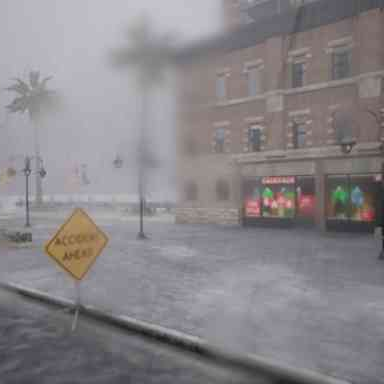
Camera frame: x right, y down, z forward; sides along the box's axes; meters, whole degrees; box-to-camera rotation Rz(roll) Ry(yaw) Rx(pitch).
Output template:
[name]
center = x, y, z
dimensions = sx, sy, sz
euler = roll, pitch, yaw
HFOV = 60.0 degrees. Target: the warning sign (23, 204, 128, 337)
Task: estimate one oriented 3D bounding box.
[warning sign]
center = -1.930, 1.159, 5.614
dimensions = 1.060, 1.860, 1.300
euler = -1, 0, 35
